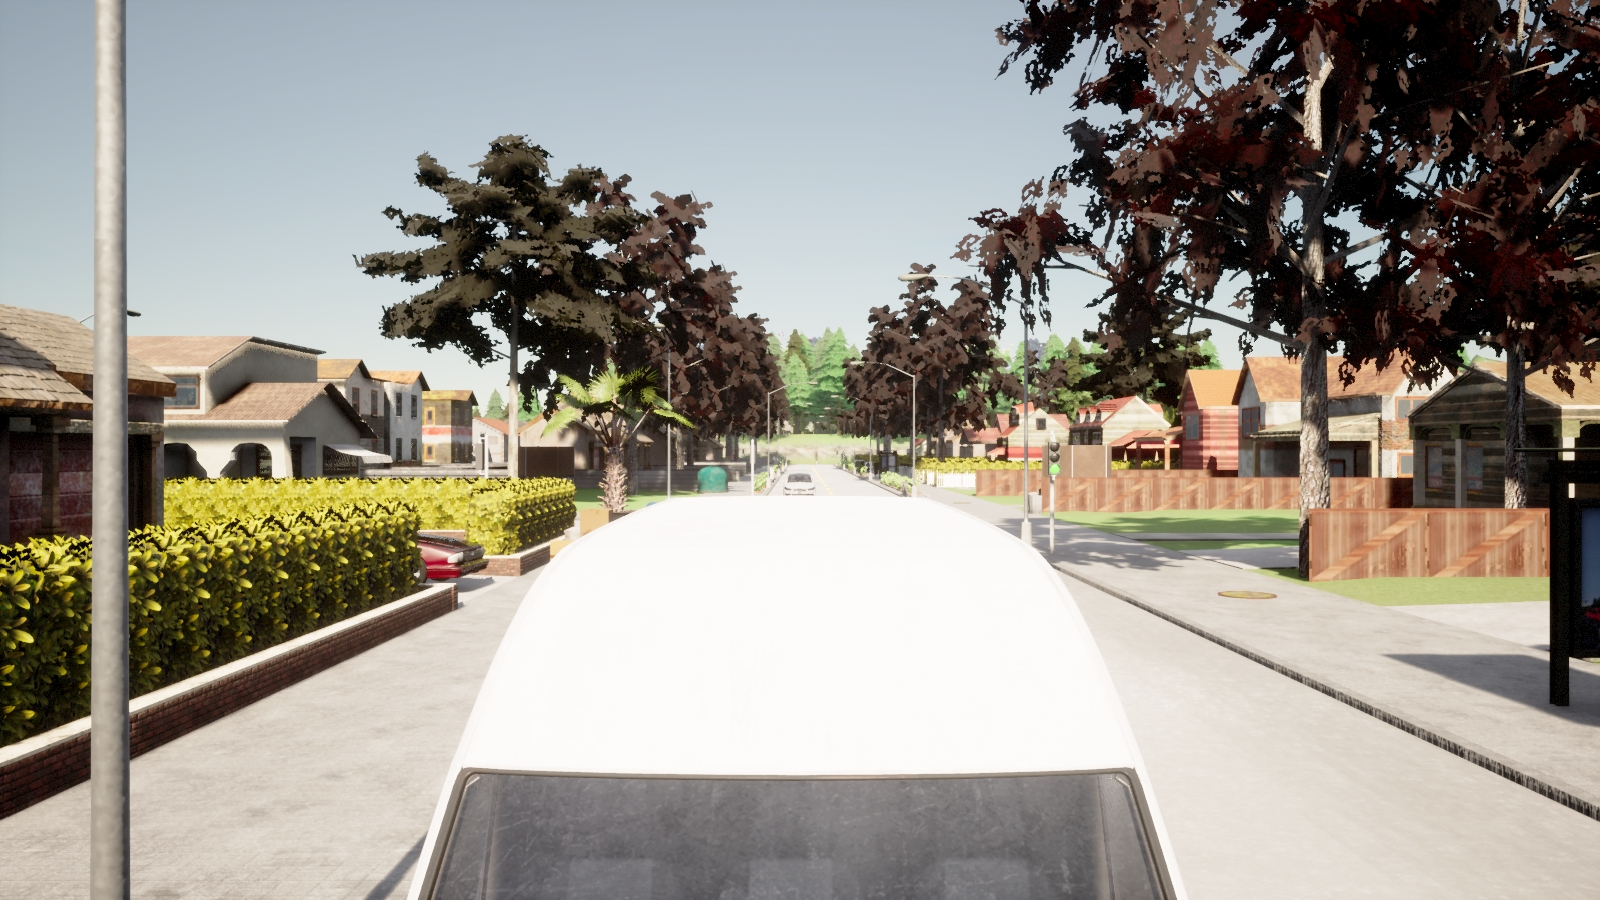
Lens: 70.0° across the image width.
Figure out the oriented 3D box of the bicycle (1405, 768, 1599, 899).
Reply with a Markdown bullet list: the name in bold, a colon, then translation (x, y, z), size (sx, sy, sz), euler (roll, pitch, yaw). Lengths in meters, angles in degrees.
- **bicycle**: translation (2.687, 2.062, 3.843), size (0.329, 1.471, 1.835), euler (0, 0, 0)

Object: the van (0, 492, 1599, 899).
- **van**: translation (0.002, 1.537, 4.030), size (1.988, 2.561, 5.915), euler (0, 0, 0)

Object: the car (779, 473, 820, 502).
- **car**: translation (-0.024, 2.087, 64.511), size (2.231, 1.480, 4.892), euler (0, 0, 0)
